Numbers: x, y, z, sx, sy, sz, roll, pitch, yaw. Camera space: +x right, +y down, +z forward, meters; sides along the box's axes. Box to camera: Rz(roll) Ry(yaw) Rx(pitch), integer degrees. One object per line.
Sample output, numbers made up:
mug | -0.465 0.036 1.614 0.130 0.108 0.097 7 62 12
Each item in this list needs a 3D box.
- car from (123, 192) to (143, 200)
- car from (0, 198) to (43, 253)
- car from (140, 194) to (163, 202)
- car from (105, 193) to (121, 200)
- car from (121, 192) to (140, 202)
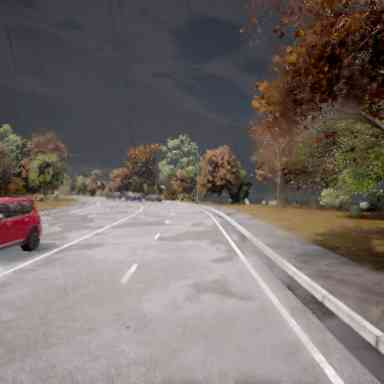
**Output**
car | -12.773 0.901 71.631 2.128 1.511 4.902 2 0 -40
car | -7.085 1.241 11.145 2.150 2.045 5.566 0 0 0
car | -7.353 1.147 62.749 2.033 1.411 5.357 1 0 -30
car | -16.564 0.853 70.802 2.033 1.411 5.357 2 0 -40
car | -11.033 0.871 62.242 2.097 1.767 4.553 1 0 -30
